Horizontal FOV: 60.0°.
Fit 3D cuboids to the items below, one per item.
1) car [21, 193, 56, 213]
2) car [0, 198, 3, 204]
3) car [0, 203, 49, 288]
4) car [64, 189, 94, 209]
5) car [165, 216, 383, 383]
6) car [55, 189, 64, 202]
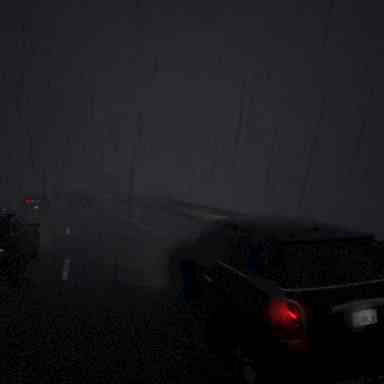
[{"bbox_3d":[-11.818,0.809,25.276,2.128,1.511,4.902,-2,2,-24],"label":"car"},{"bbox_3d":[-16.052,0.919,26.080,1.994,1.385,4.181,-2,2,-25],"label":"car"},{"bbox_3d":[-4.999,1.278,8.233,2.128,1.511,4.902,-2,2,-19],"label":"car"},{"bbox_3d":[-10.102,0.614,29.924,1.882,1.535,5.008,-2,2,-25],"label":"car"},{"bbox_3d":[0.992,1.150,5.173,2.097,1.767,4.553,-1,2,-18],"label":"car"},{"bbox_3d":[-15.407,0.345,40.316,1.882,1.535,5.008,-2,3,-30],"label":"car"}]
